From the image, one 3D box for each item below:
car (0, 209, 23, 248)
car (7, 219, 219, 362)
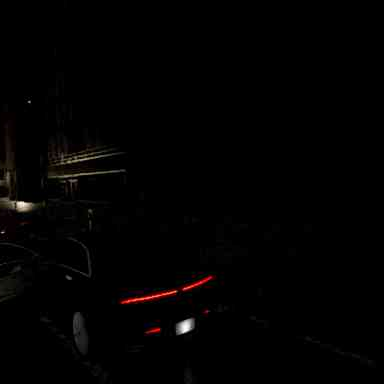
[{"bbox_3d":[-8.543,1.432,14.835,1.802,1.307,4.206,-4,2,-40],"label":"car"},{"bbox_3d":[-1.637,1.374,5.879,1.837,1.490,4.892,-3,2,-40],"label":"car"}]
